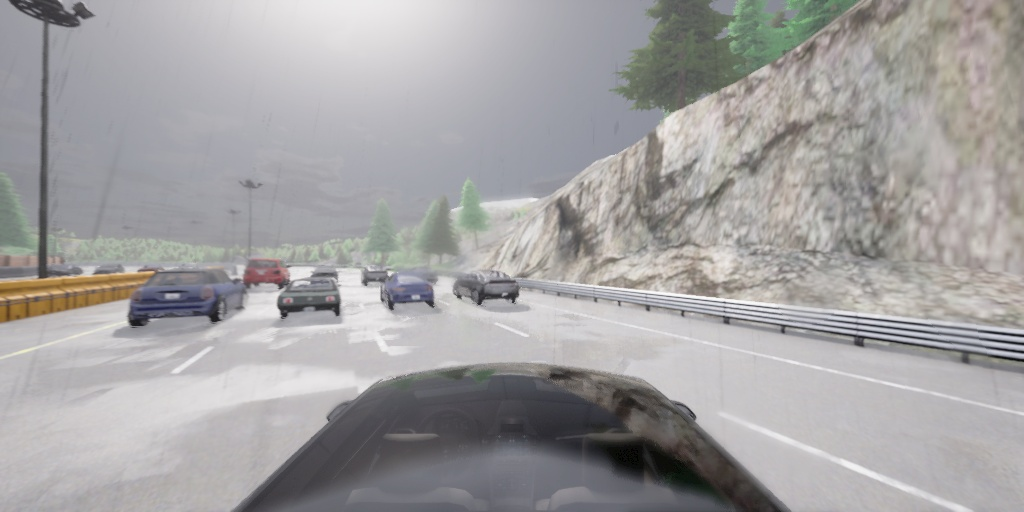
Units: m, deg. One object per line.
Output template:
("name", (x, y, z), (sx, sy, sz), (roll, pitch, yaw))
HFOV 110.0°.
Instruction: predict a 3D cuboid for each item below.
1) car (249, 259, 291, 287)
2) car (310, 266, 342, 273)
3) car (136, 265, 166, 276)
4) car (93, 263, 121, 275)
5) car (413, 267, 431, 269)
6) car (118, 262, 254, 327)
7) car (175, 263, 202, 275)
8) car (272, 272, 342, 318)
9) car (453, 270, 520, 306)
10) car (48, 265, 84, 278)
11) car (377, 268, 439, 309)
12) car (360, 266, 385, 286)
("car", (-16.973, 1.212, 25.052), (2.150, 2.045, 5.566), (0, 0, -26))
("car", (-14.234, 1.522, 27.406), (1.837, 1.490, 4.892), (0, 0, -26))
("car", (-45.398, 1.778, 45.199), (1.895, 1.301, 4.718), (1, -1, -36))
("car", (-48.048, 1.654, 42.885), (1.837, 1.490, 4.892), (1, -1, -36))
("car", (-7.492, 1.593, 29.563), (2.033, 1.411, 5.357), (0, -1, -26))
("car", (-10.758, 1.206, 12.321), (2.097, 1.767, 4.553), (0, -1, -25))
("car", (-42.766, 1.697, 47.493), (2.128, 1.511, 4.902), (1, -1, -36))
("car", (-7.539, 1.474, 13.691), (1.895, 1.301, 4.718), (0, -1, -25))
("car", (-1.348, 1.408, 16.976), (2.128, 1.511, 4.902), (0, -1, -25))
("car", (-50.657, 1.670, 40.605), (2.033, 1.411, 5.357), (1, -1, -36))
("car", (-4.668, 1.424, 15.810), (1.812, 1.442, 4.674), (0, 0, -25))
("car", (-11.081, 1.528, 28.925), (2.128, 1.511, 4.902), (0, -1, -26))
